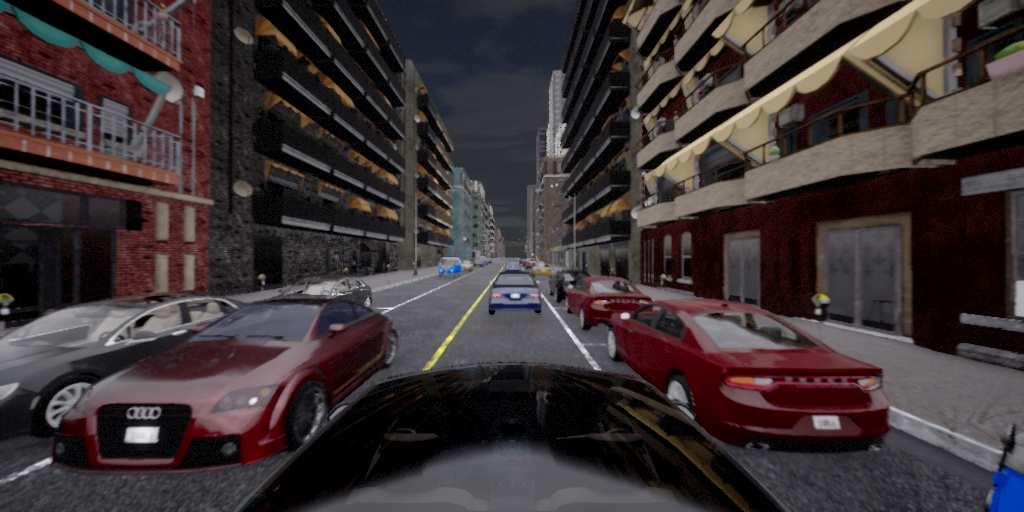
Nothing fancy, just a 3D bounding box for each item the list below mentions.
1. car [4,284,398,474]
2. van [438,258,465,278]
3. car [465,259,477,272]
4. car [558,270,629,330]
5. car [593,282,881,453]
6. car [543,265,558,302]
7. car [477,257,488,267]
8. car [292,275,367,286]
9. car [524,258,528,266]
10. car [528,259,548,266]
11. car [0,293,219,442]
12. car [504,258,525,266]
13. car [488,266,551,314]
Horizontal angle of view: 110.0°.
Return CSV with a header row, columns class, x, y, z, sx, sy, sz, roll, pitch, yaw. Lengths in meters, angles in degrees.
class,x,y,z,sx,sy,sz,roll,pitch,yaw
car,-3.099,1.307,4.996,1.994,1.385,4.181,0,0,0
van,-5.677,1.023,32.939,1.690,1.789,3.998,0,0,0
car,-5.674,1.185,43.817,1.751,1.417,4.829,0,0,0
car,2.696,1.274,10.831,1.888,1.381,4.507,0,0,0
car,2.694,1.287,5.307,1.888,1.381,4.507,0,0,0
car,2.698,1.283,16.355,1.948,1.339,4.313,0,0,0
car,-5.668,1.195,60.557,1.948,1.339,4.313,0,0,0
car,-5.685,1.280,10.847,2.007,1.370,4.403,0,0,0
car,2.709,1.230,49.495,1.802,1.307,4.207,0,0,0
car,2.704,1.207,33.094,1.751,1.417,4.829,0,0,0
car,-5.687,1.293,5.324,2.007,1.370,4.403,0,0,0
car,0.112,1.212,41.221,2.033,1.411,5.357,0,0,0
car,0.102,1.271,13.546,2.033,1.411,5.357,0,0,0
